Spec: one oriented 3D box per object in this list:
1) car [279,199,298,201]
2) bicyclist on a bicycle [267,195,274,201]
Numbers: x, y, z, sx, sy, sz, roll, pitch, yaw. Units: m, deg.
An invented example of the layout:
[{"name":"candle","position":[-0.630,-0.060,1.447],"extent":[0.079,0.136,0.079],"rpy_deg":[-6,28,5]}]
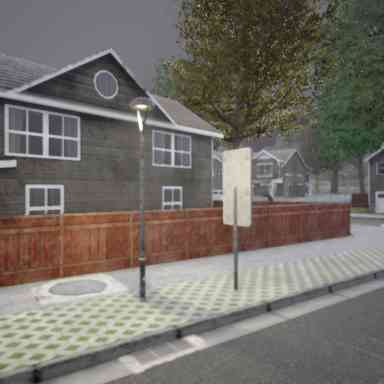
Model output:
[{"name":"car","position":[7.414,1.318,24.471],"extent":[5.008,1.535,1.882],"rpy_deg":[1,1,43]},{"name":"bicyclist on a bicycle","position":[7.578,1.083,32.330],"extent":[0.582,1.620,1.656],"rpy_deg":[0,1,43]}]
